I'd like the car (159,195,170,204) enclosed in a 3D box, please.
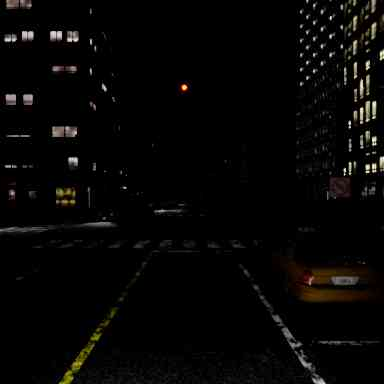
[{"bbox_3d":[-5.613,1.496,68.054,1.967,1.590,4.097,0,0,0],"label":"car"}]

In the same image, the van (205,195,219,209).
[{"bbox_3d":[2.740,1.364,45.937,1.690,1.788,3.998,0,0,0],"label":"van"}]

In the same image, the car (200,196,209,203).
[{"bbox_3d":[2.774,1.611,73.571,1.887,1.381,4.507,0,0,0],"label":"car"}]

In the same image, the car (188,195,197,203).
[{"bbox_3d":[0.082,1.536,69.190,1.882,1.535,5.008,0,0,0],"label":"car"}]

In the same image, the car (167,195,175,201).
[{"bbox_3d":[-5.586,1.624,89.991,1.752,1.417,4.829,0,0,0],"label":"car"}]

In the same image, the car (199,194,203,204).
[{"bbox_3d":[2.760,1.362,62.517,2.192,1.841,5.009,0,0,0],"label":"car"}]

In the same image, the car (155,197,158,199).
[{"bbox_3d":[-5.645,1.567,40.421,2.008,1.369,4.403,0,0,0],"label":"car"}]

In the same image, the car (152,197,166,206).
[{"bbox_3d":[-5.626,1.588,57.001,2.008,1.369,4.403,0,0,0],"label":"car"}]

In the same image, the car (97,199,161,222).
[{"bbox_3d":[-5.309,1.592,27.814,2.033,1.411,5.357,0,1,33],"label":"car"}]

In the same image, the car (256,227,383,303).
[{"bbox_3d":[2.696,1.526,8.168,1.752,1.417,4.829,0,0,0],"label":"car"}]

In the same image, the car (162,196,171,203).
[{"bbox_3d":[-5.606,1.648,73.581,1.802,1.307,4.206,0,0,0],"label":"car"}]

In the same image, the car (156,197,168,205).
[{"bbox_3d":[-5.619,1.591,62.526,1.887,1.381,4.507,0,0,0],"label":"car"}]

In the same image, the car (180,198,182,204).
[{"bbox_3d":[-2.966,1.575,64.025,1.812,1.442,4.674,0,0,1],"label":"car"}]

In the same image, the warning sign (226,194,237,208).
[{"bbox_3d":[5.124,1.135,43.665,1.300,1.860,1.060,0,0,0],"label":"warning sign"}]

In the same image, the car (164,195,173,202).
[{"bbox_3d":[-5.600,1.516,79.107,1.967,1.590,4.097,0,0,0],"label":"car"}]

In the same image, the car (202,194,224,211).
[{"bbox_3d":[2.734,1.332,40.411,2.192,1.841,5.009,0,0,0],"label":"car"}]

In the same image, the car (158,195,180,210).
[{"bbox_3d":[-3.046,1.498,44.366,1.882,1.535,5.008,0,0,0],"label":"car"}]

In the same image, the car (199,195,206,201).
[{"bbox_3d":[2.794,1.625,90.321,1.752,1.417,4.829,0,0,0],"label":"car"}]

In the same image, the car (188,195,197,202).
[{"bbox_3d":[0.095,1.531,79.608,2.033,1.411,5.357,0,0,0],"label":"car"}]
